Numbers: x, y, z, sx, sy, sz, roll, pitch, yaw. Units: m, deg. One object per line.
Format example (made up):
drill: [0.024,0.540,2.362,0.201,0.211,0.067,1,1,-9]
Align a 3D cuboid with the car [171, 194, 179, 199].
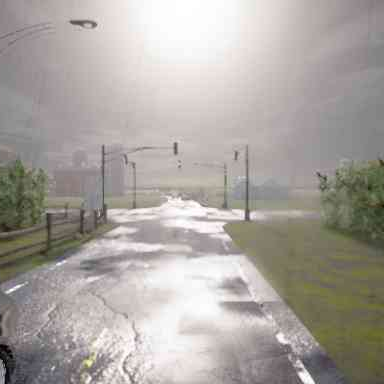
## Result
car: [-4.583,1.202,90.793,1.812,1.442,4.674,0,0,-3]

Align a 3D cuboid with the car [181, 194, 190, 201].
car: [-1.603,1.642,86.788,1.895,1.301,4.718,0,0,-3]

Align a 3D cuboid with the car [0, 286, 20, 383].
car: [-2.844,1.504,1.822,1.837,1.490,4.892,0,0,0]
